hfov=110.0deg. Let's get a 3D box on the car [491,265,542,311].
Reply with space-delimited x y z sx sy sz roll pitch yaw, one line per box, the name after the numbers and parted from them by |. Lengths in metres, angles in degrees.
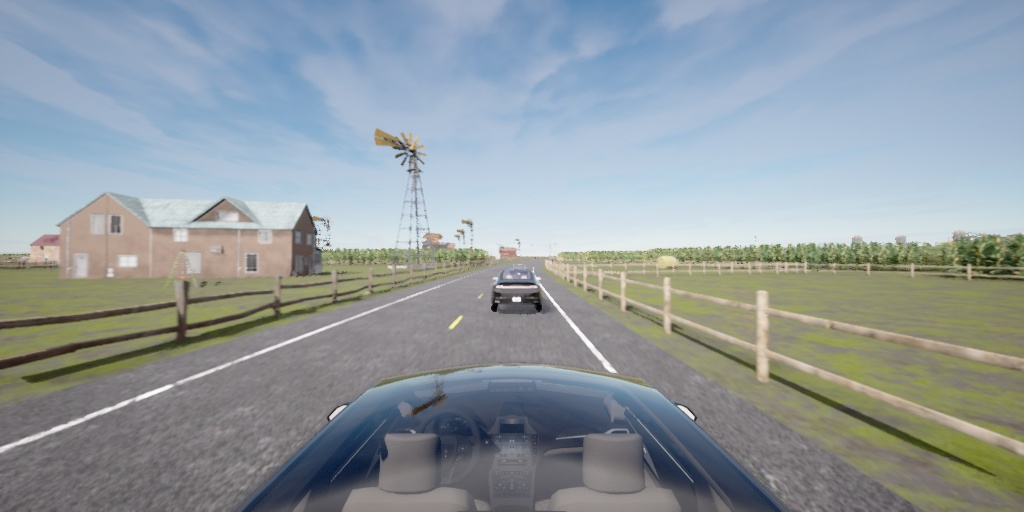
0.193 1.286 14.738 2.128 1.511 4.902 0 0 1 | car
